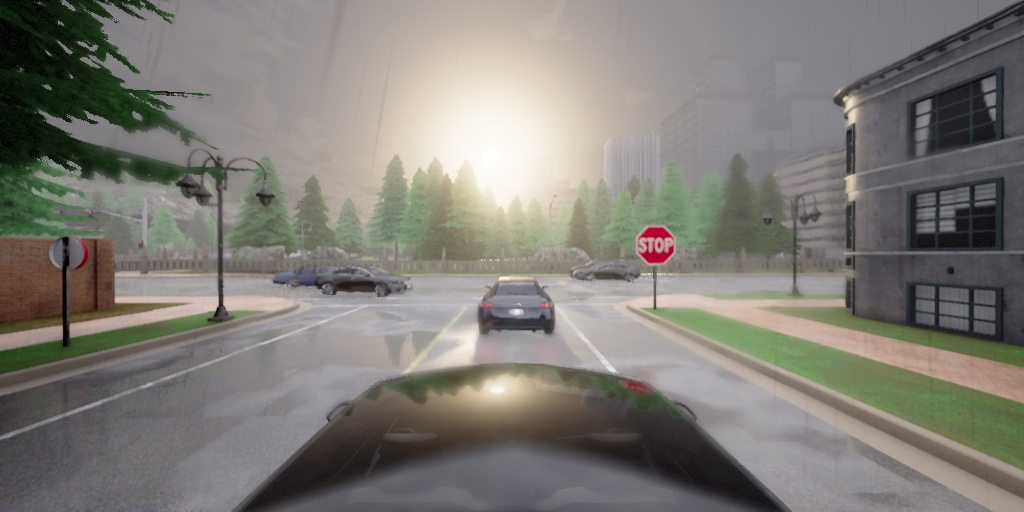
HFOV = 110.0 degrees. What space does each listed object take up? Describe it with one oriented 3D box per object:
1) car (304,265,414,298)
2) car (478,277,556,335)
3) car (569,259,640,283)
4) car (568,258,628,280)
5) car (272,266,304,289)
[{"bbox_3d":[-7.396,1.228,18.019,4.902,1.511,2.128,0,0,12],"label":"car"},{"bbox_3d":[0.133,1.286,10.464,1.994,1.385,4.181,0,0,1],"label":"car"},{"bbox_3d":[7.071,1.201,26.887,4.902,1.511,2.128,0,0,-2],"label":"car"},{"bbox_3d":[7.177,1.051,30.392,4.553,1.767,2.097,0,0,-2],"label":"car"},{"bbox_3d":[-11.881,1.271,22.478,5.357,1.411,2.033,0,0,-2],"label":"car"}]
